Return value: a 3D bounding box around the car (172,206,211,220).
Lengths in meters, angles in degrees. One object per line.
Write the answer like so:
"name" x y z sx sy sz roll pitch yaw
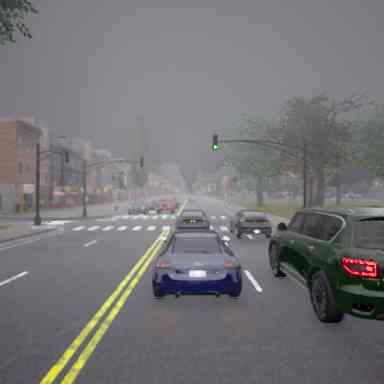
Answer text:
"car" 0.049 1.780 19.462 1.837 1.490 4.892 0 -1 0

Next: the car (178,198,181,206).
"car" -3.375 1.739 54.411 2.150 2.045 5.566 0 0 1

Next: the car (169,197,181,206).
"car" -3.333 1.868 65.959 2.097 1.767 4.553 0 0 0

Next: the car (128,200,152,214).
"car" -6.632 1.840 41.615 2.097 1.767 4.553 0 0 0

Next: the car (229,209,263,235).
"car" 3.298 1.777 19.288 1.837 1.490 4.892 0 -1 0

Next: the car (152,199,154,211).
"car" -6.634 2.077 50.214 1.994 1.385 4.181 0 0 0

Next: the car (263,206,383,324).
"car" 3.326 1.314 7.456 2.150 2.045 5.566 0 0 0

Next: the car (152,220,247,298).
"car" 0.083 1.674 8.818 1.994 1.385 4.181 0 -1 -1

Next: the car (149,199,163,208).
"car" -6.608 2.064 61.254 2.033 1.411 5.357 0 0 1

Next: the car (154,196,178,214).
"car" -3.391 1.720 43.895 2.150 2.045 5.566 0 0 0

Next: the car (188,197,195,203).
"car" -0.069 2.046 83.363 2.128 1.511 4.902 0 0 0
